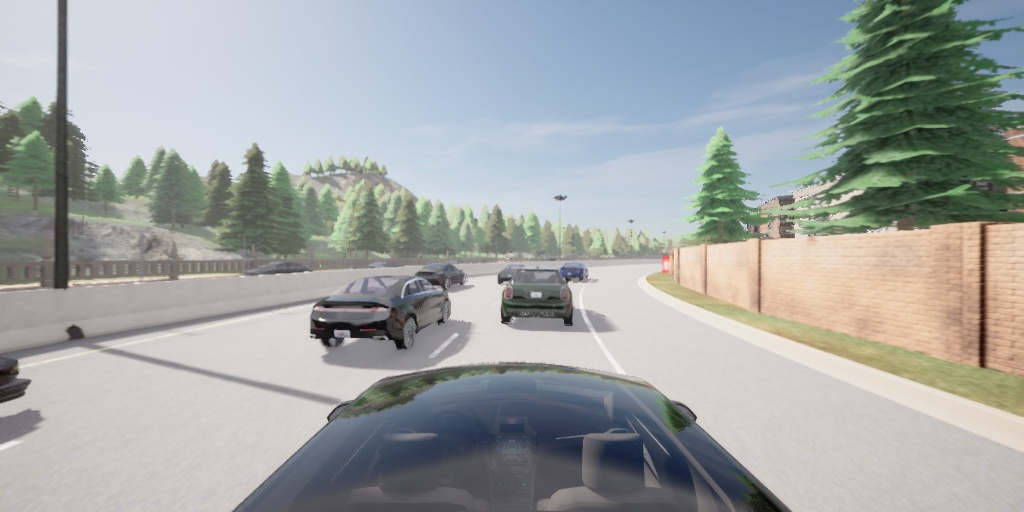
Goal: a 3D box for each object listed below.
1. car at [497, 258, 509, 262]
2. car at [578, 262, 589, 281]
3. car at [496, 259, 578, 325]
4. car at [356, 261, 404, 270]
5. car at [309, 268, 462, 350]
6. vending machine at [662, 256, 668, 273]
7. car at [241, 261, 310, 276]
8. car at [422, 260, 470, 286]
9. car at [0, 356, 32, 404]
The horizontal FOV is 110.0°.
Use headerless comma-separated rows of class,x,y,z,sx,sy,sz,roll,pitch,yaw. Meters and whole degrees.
car,-1.060,1.181,64.153,1.882,1.535,5.008,0,0,33
car,5.337,1.230,30.527,1.882,1.535,5.008,0,0,19
car,0.925,1.098,12.064,2.097,1.767,4.553,0,0,7
car,-12.263,1.214,33.771,2.033,1.411,5.357,0,0,18
car,-2.927,1.222,9.036,2.128,1.511,4.902,0,0,5
vending machine,17.644,0.998,41.060,1.100,2.100,0.880,0,0,30
car,-17.740,1.151,27.147,1.837,1.490,4.892,0,0,14
car,-4.330,1.218,22.303,1.837,1.490,4.892,0,0,13
car,-6.856,1.265,1.860,2.033,1.411,5.357,0,0,1
